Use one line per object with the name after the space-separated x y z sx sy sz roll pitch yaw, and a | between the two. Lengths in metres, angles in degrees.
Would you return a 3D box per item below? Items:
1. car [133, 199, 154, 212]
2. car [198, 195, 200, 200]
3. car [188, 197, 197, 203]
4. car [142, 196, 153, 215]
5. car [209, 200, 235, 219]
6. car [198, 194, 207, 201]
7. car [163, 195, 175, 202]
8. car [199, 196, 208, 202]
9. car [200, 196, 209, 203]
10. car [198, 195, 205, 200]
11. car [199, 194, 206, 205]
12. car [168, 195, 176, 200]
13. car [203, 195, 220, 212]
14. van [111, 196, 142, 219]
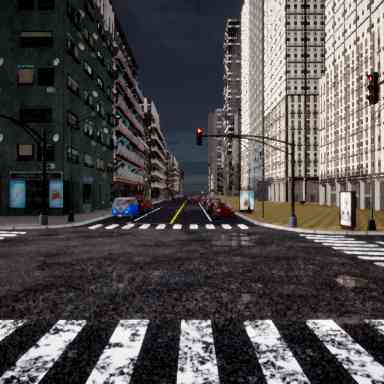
-5.702 1.560 39.501 1.887 1.381 4.507 0 0 0 | car
2.665 1.590 67.142 2.008 1.369 4.403 0 0 0 | car
0.066 1.643 69.749 1.895 1.301 4.718 0 0 0 | car
-5.698 1.327 33.973 2.192 1.841 5.009 0 0 0 | car
2.684 1.591 28.448 1.802 1.307 4.206 0 0 0 | car
2.659 1.373 83.725 2.192 1.841 5.009 0 0 0 | car
-5.720 1.492 78.193 1.967 1.590 4.097 0 0 0 | car
2.660 1.633 78.197 1.802 1.307 4.206 0 0 0 | car
2.662 1.590 72.669 1.887 1.381 4.507 0 0 0 | car
2.651 1.655 94.780 1.802 1.307 4.206 0 0 0 | car
2.671 1.468 56.086 1.967 1.590 4.097 0 0 0 | car
-5.729 1.639 94.777 1.947 1.339 4.313 0 0 0 | car
2.679 1.455 39.504 1.967 1.590 4.097 0 0 0 | car
-5.696 1.351 28.445 1.690 1.788 3.998 0 0 0 | van
